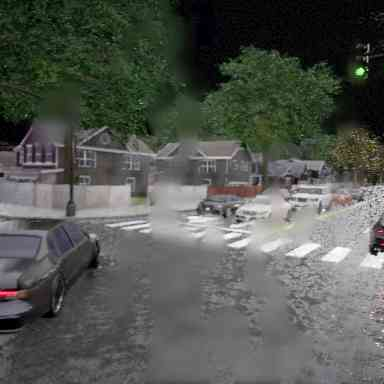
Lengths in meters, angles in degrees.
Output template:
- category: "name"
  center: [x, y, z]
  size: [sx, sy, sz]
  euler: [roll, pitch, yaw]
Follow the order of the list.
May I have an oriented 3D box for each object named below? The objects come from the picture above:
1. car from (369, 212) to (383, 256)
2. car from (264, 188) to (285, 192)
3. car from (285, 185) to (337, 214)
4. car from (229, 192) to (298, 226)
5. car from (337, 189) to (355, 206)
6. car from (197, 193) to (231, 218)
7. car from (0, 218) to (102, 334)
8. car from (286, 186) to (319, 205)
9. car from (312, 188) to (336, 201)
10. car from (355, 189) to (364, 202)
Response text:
- category: "car"
  center: [7.315, 1.318, 11.361]
  size: [1.837, 1.490, 4.892]
  euler: [4, 3, 34]
- category: "car"
  center: [6.979, 0.484, 28.468]
  size: [2.097, 1.767, 4.553]
  euler: [4, 3, 34]
- category: "car"
  center: [9.606, 0.523, 26.549]
  size: [2.150, 2.045, 5.566]
  euler: [4, 3, 34]
- category: "car"
  center: [4.142, 0.947, 18.563]
  size: [1.812, 1.442, 4.674]
  euler: [4, 3, 34]
- category: "car"
  center: [15.190, 0.470, 34.710]
  size: [2.097, 1.767, 4.553]
  euler: [4, 3, 34]
- category: "car"
  center: [2.069, 0.805, 21.303]
  size: [1.994, 1.385, 4.181]
  euler: [4, 3, 34]
- category: "car"
  center: [-3.140, 1.231, 6.573]
  size: [2.033, 1.411, 5.357]
  euler: [2, 2, -5]
- category: "car"
  center: [11.895, 0.326, 35.648]
  size: [2.097, 1.767, 4.553]
  euler: [4, 3, 35]
- category: "car"
  center: [17.400, 0.306, 43.600]
  size: [1.994, 1.385, 4.181]
  euler: [4, 3, 34]
- category: "car"
  center: [21.003, 0.372, 43.115]
  size: [1.837, 1.490, 4.892]
  euler: [4, 4, 34]
